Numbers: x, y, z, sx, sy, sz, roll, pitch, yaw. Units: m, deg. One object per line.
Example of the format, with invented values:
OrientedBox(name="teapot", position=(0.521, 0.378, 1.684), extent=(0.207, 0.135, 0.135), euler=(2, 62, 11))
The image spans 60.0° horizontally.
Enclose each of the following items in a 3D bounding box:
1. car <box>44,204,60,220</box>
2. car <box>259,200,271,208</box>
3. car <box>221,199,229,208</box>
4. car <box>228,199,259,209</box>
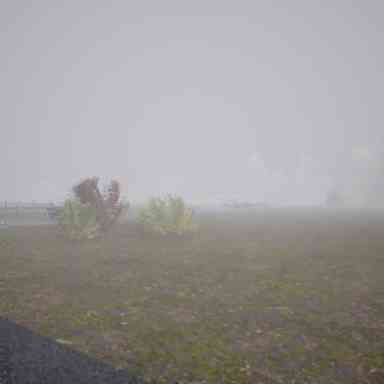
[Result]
OrientedBox(name="car", position=(-10.603, 1.703, 29.639), extent=(1.837, 1.490, 4.892), euler=(-1, -1, 36))
OrientedBox(name="car", position=(13.379, 2.213, 62.933), extent=(1.994, 1.385, 4.181), euler=(-1, -1, 36))
OrientedBox(name="car", position=(7.145, 1.997, 60.273), extent=(2.097, 1.767, 4.553), euler=(-1, -1, 36))
OrientedBox(name="car", position=(8.794, 2.109, 56.514), extent=(2.033, 1.411, 5.357), euler=(-1, -1, 36))
